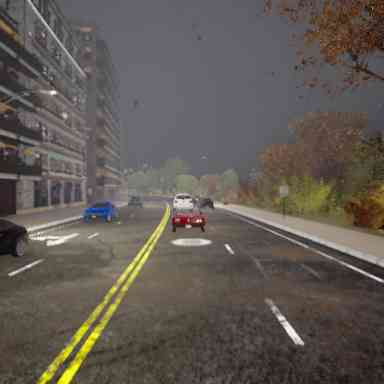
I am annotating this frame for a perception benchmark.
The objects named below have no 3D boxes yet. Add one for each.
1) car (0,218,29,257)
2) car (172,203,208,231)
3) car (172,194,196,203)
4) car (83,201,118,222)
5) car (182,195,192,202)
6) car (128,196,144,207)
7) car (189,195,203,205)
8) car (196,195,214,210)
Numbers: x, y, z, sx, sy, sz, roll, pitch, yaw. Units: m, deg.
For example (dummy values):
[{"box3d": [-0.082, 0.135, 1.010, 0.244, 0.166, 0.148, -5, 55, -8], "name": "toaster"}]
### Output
[{"box3d": [-6.876, 1.537, 10.306, 1.812, 1.442, 4.674, 0, 0, 3], "name": "car"}, {"box3d": [-0.262, 1.615, 20.598, 1.895, 1.301, 4.718, 0, 0, -2], "name": "car"}, {"box3d": [-1.093, 1.243, 39.097, 2.150, 2.045, 5.566, 0, 0, -3], "name": "car"}, {"box3d": [-7.179, 1.500, 26.483, 1.882, 1.535, 5.008, 0, 0, -2], "name": "car"}, {"box3d": [-1.238, 1.496, 77.609, 1.882, 1.535, 5.008, 0, 0, -7], "name": "car"}, {"box3d": [-8.447, 1.381, 50.246, 2.097, 1.767, 4.553, 0, 0, -4], "name": "car"}, {"box3d": [0.654, 1.372, 59.363, 2.097, 1.767, 4.553, 0, 0, -5], "name": "car"}, {"box3d": [1.825, 1.526, 44.383, 1.837, 1.490, 4.892, 0, 1, -4], "name": "car"}]
